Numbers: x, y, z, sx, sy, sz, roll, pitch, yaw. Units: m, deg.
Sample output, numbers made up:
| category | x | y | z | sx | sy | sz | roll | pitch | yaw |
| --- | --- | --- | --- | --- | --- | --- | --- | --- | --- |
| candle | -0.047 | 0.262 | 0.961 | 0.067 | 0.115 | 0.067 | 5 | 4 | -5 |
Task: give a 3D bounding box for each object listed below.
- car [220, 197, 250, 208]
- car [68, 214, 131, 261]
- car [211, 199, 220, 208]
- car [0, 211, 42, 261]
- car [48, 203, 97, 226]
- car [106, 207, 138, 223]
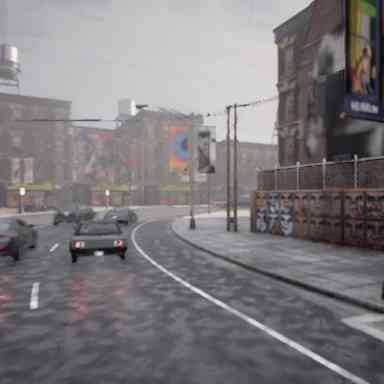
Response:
| category | x | y | z | sx | sy | sz | roll | pitch | yaw |
| --- | --- | --- | --- | --- | --- | --- | --- | --- | --- |
| car | 8.634 | 1.959 | 62.490 | 5.566 | 2.045 | 2.150 | 0 | -1 | -28 |
| car | -3.653 | 1.751 | 13.026 | 1.895 | 1.301 | 4.718 | 0 | -1 | -16 |
| car | 5.776 | 2.119 | 64.906 | 4.553 | 1.767 | 2.097 | 0 | -1 | -30 |
| car | -7.113 | 1.666 | 12.478 | 1.812 | 1.442 | 4.674 | 0 | 0 | -16 |
| car | -9.070 | 1.650 | 26.242 | 2.097 | 1.767 | 4.553 | 0 | -1 | 1 |
| car | -5.574 | 1.869 | 26.353 | 1.994 | 1.385 | 4.181 | 0 | -1 | 2 |
